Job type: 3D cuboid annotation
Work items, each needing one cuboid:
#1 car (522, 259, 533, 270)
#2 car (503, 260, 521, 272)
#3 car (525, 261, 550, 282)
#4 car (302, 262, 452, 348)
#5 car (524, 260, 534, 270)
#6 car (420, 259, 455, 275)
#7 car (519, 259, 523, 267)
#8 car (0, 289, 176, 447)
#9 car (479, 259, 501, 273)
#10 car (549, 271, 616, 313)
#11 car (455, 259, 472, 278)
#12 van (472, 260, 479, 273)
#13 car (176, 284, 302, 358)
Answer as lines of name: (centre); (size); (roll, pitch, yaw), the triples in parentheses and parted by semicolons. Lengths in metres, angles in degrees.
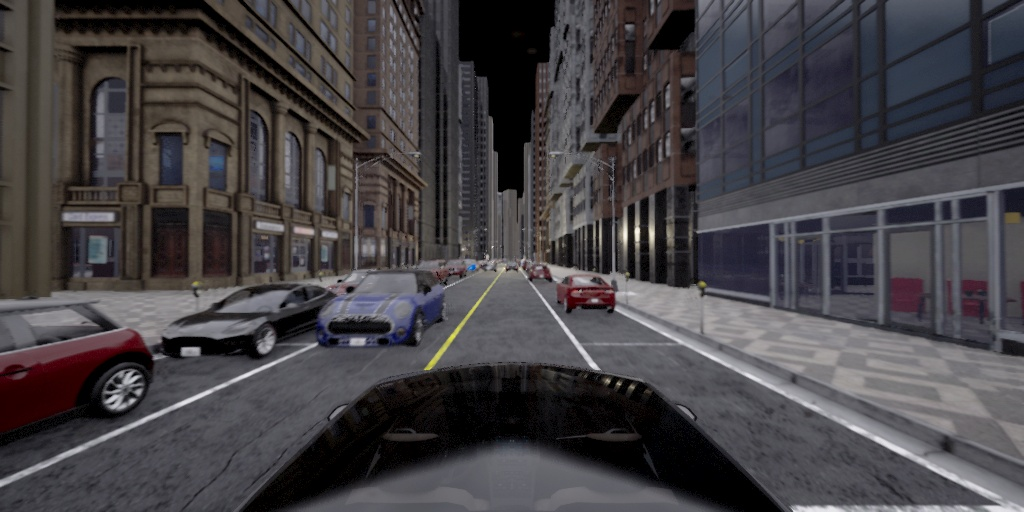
car: (2.766, 1.463, 47.832); (1.967, 1.591, 4.097); (0, 0, 0)
car: (0.016, 1.649, 51.658); (1.895, 1.301, 4.718); (0, 0, 0)
car: (2.354, 1.446, 30.881); (1.812, 1.442, 4.674); (0, 0, 0)
car: (-3.099, 1.147, 9.464); (2.097, 1.767, 4.553); (0, 0, 0)
car: (2.765, 1.539, 42.229); (2.007, 1.370, 4.403); (0, 0, 0)
car: (-5.761, 1.202, 25.413); (2.192, 1.841, 5.009); (0, 0, 0)
car: (2.766, 1.410, 59.035); (2.192, 1.841, 5.009); (0, 0, 0)
car: (-5.763, 1.197, 3.006); (1.967, 1.591, 4.097); (0, 0, 0)
car: (-3.072, 1.528, 49.994); (2.128, 1.511, 4.902); (0, 0, 0)
car: (2.764, 1.367, 14.220); (1.888, 1.381, 4.507); (0, 0, 0)
car: (-5.760, 1.269, 36.616); (2.192, 1.841, 5.009); (0, 0, 0)
van: (-5.760, 1.364, 47.818); (1.690, 1.789, 3.998); (0, 0, 0)
car: (-5.762, 1.355, 8.608); (1.948, 1.339, 4.313); (0, 0, 0)
